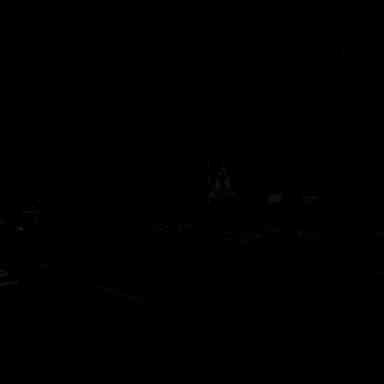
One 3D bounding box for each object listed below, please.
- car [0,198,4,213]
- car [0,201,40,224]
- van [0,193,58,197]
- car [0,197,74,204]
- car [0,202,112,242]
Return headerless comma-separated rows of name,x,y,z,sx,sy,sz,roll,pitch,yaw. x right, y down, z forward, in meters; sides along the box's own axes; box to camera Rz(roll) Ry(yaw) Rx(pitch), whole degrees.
car,-20.843,1.319,31.778,4.674,1.452,2.002,0,0,-40
car,-13.712,1.412,23.680,4.792,1.488,2.163,0,0,-42
van,-10.025,1.195,19.632,4.442,1.987,1.878,0,0,-43
car,-8.028,1.314,17.727,4.553,1.767,2.185,0,0,-43
car,-6.167,1.456,15.696,4.892,1.521,2.231,0,0,-43
